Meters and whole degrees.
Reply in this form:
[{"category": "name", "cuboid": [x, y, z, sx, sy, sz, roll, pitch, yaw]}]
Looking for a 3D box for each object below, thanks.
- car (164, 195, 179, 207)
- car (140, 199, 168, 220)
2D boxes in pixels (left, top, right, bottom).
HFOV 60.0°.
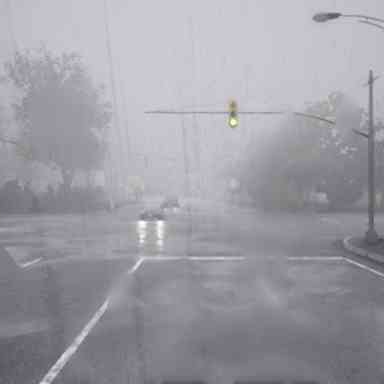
[{"category": "car", "cuboid": [-3.393, 1.485, 54.910, 2.150, 2.045, 5.566, 0, 0, 0]}, {"category": "car", "cuboid": [-3.430, 1.663, 29.545, 1.812, 1.442, 4.674, 0, 0, 0]}]
